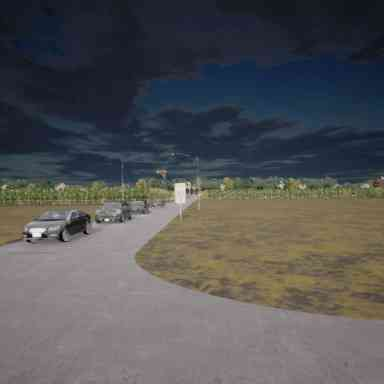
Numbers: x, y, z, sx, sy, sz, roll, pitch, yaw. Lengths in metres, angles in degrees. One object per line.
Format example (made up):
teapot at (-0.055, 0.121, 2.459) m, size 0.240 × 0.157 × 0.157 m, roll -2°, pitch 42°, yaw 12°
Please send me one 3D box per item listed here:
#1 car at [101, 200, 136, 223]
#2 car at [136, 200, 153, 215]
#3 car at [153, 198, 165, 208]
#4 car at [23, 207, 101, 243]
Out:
car at (-6.356, 1.536, 27.264) m, size 2.097 × 1.767 × 4.553 m, roll -2°, pitch 0°, yaw 2°
car at (-6.021, 1.742, 37.736) m, size 1.837 × 1.490 × 4.892 m, roll -2°, pitch -1°, yaw 2°
car at (-5.457, 1.764, 53.067) m, size 2.128 × 1.511 × 4.902 m, roll -2°, pitch 0°, yaw 2°
car at (-6.707, 1.638, 17.065) m, size 2.128 × 1.511 × 4.902 m, roll -2°, pitch 0°, yaw 3°
